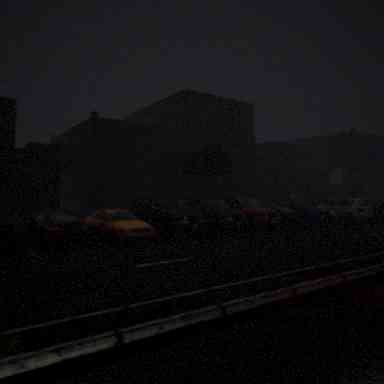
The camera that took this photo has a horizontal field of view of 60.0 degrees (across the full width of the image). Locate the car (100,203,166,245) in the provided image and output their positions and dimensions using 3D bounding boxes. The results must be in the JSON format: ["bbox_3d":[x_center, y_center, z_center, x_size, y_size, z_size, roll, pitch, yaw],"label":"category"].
[{"bbox_3d":[-3.615,1.501,16.083,1.946,1.575,5.366,0,0,-36],"label":"car"}]

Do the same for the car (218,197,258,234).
[{"bbox_3d":[0.773,1.295,19.421,2.435,2.045,5.566,1,0,-36],"label":"car"}]

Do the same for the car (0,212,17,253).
[{"bbox_3d":[-8.201,1.486,13.019,2.097,1.535,5.008,0,0,-36],"label":"car"}]

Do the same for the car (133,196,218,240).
[{"bbox_3d":[-1.468,1.272,17.815,2.435,2.045,5.566,1,0,-36],"label":"car"}]

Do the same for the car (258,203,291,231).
[{"bbox_3d":[3.011,1.328,21.025,2.435,2.045,5.566,1,-1,-36],"label":"car"}]

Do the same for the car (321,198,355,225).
[{"bbox_3d":[9.694,1.584,25.887,2.185,1.767,4.553,1,-1,-36],"label":"car"}]

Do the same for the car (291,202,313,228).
[{"bbox_3d":[5.236,1.614,22.647,2.097,1.535,5.008,1,-1,-36],"label":"car"}]

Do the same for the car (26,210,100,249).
[{"bbox_3d":[-5.963,1.534,14.625,2.002,1.452,4.674,0,0,-36],"label":"car"}]

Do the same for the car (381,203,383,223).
[{"bbox_3d":[14.211,1.567,29.051,2.435,2.045,5.566,1,-1,-36],"label":"car"}]

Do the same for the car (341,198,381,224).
[{"bbox_3d":[11.937,1.513,27.491,2.435,2.045,5.566,1,-1,-36],"label":"car"}]

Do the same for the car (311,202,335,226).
[{"bbox_3d":[7.452,1.691,24.278,2.163,1.488,4.792,1,-1,-36],"label":"car"}]
